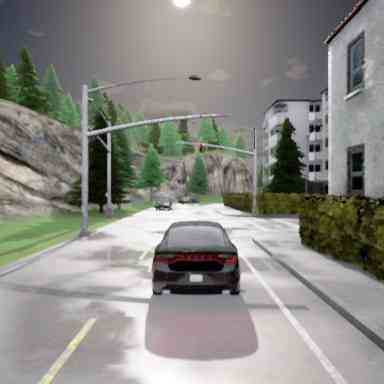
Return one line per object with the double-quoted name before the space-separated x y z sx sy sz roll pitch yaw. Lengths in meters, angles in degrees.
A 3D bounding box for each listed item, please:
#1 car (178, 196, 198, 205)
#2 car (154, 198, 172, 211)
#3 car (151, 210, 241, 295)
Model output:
"car" -0.622 1.495 58.996 2.033 1.411 5.357 0 0 23
"car" -3.452 1.510 41.293 2.033 1.411 5.357 0 0 1
"car" 0.098 1.470 8.735 1.882 1.535 5.008 0 0 0
